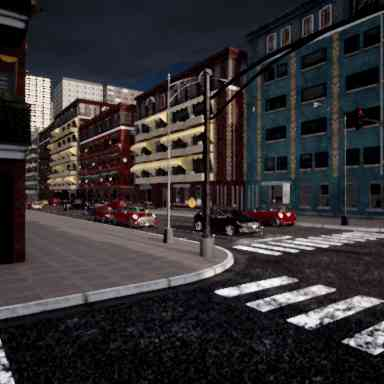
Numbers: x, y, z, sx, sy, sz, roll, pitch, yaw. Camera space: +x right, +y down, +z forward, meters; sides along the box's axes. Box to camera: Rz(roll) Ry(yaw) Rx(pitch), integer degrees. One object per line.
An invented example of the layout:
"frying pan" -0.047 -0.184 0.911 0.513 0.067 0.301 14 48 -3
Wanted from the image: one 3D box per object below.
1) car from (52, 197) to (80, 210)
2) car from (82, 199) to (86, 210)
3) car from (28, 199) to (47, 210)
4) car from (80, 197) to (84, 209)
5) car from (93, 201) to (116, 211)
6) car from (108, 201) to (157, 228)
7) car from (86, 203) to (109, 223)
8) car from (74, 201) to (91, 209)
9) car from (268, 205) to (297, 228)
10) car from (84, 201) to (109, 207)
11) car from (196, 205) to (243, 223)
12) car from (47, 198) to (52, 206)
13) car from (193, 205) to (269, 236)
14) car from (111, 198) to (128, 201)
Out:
"car" -18.903 1.750 49.807 2.128 1.511 4.902 0 -1 -35
"car" -13.598 2.053 47.082 1.837 1.490 4.892 0 -1 -34
"car" -26.388 2.163 56.049 1.967 1.590 4.097 -1 0 -35
"car" -19.521 1.896 55.508 2.150 2.045 5.566 0 -1 -35
"car" -13.590 2.145 51.462 2.008 1.369 4.403 -1 0 -35
"car" -4.194 1.686 24.174 1.967 1.590 4.097 -1 0 -35
"car" -7.362 1.896 28.727 1.802 1.307 4.206 -1 0 -35
"car" -19.931 2.312 60.569 1.802 1.307 4.206 -1 0 -35
"car" 5.439 1.625 24.146 1.967 1.590 4.097 -1 0 -35
"car" -10.036 2.018 36.908 1.895 1.301 4.718 0 -1 -35
"car" 2.267 1.835 28.697 1.802 1.307 4.206 -1 0 -35
"car" -32.618 2.314 78.784 2.192 1.841 5.009 -1 0 -35
"car" 1.938 1.665 19.687 1.837 1.490 4.892 0 -1 -35
"car" -10.423 1.841 46.909 2.192 1.841 5.009 -1 0 -35
